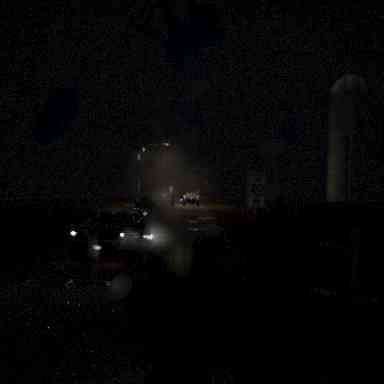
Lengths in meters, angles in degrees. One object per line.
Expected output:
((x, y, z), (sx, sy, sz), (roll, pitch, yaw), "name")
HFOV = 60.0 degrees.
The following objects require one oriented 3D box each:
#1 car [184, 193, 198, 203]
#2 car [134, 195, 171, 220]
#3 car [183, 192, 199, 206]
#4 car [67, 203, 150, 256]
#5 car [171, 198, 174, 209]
((-0.153, 0.965, 53.476), (2.033, 1.411, 5.357), (2, 0, 0), "car")
((-2.884, 1.037, 23.113), (2.128, 1.511, 4.902), (2, 1, 0), "car")
((-0.109, 0.832, 43.445), (2.097, 1.767, 4.553), (2, 0, 0), "car")
((-2.828, 1.294, 11.985), (1.895, 1.301, 4.718), (2, 1, -1), "car")
((-2.918, 1.002, 35.310), (1.994, 1.385, 4.181), (2, 0, -1), "car")
